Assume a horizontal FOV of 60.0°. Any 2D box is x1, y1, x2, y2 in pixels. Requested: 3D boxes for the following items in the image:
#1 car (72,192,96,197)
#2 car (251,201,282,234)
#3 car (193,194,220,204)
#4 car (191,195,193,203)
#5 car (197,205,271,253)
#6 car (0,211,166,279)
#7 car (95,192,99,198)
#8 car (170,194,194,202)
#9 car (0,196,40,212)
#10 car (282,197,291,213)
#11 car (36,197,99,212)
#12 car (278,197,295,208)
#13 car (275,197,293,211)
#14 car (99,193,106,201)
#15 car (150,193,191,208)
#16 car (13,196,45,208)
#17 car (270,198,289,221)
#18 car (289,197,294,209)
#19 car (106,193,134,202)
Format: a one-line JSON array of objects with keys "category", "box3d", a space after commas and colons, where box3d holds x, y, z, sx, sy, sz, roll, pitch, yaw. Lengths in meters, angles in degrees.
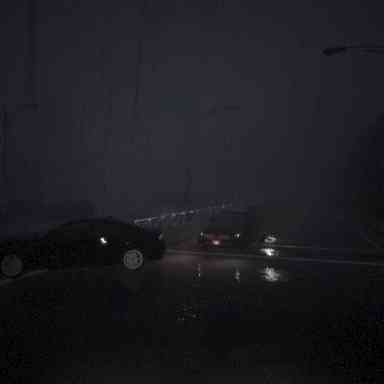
[{"category": "car", "box3d": [-18.433, 1.249, 53.738, 4.514, 1.523, 2.007, 0, 0, 18]}, {"category": "car", "box3d": [3.972, 1.490, 19.294, 1.837, 1.490, 4.892, 0, 0, 19]}, {"category": "car", "box3d": [1.693, 1.125, 56.772, 5.027, 1.636, 2.152, 0, 0, 19]}, {"category": "car", "box3d": [-2.402, 1.052, 44.651, 3.866, 1.878, 1.905, 0, 0, 18]}, {"category": "car", "box3d": [1.822, 1.514, 13.886, 1.812, 1.442, 4.674, 0, 0, 24]}, {"category": "car", "box3d": [-3.278, 1.475, 9.864, 5.008, 1.535, 1.882, 0, 0, -15]}, {"category": "car", "box3d": [-21.816, 1.298, 67.989, 3.806, 1.475, 1.970, 0, 0, 19]}, {"category": "car", "box3d": [-2.065, 1.257, 68.682, 4.514, 1.523, 2.007, 0, 0, 18]}, {"category": "car", "box3d": [-15.098, 1.356, 29.404, 3.806, 1.475, 1.970, 0, 0, 19]}, {"category": "car", "box3d": [7.766, 1.486, 30.501, 1.837, 1.490, 4.892, 0, 0, 19]}, {"category": "car", "box3d": [-9.021, 1.356, 24.205, 3.633, 1.501, 1.845, 0, 0, 18]}, {"category": "car", "box3d": [13.567, 1.468, 47.669, 2.128, 1.511, 4.902, 0, 0, 19]}, {"category": "car", "box3d": [11.683, 1.483, 42.094, 1.837, 1.490, 4.892, 0, 0, 19]}, {"category": "car", "box3d": [-20.173, 1.014, 70.943, 3.866, 1.878, 1.905, 0, 0, 18]}, {"category": "car", "box3d": [-2.942, 1.074, 41.767, 4.605, 1.855, 1.932, 0, 0, 18]}, {"category": "car", "box3d": [-21.672, 1.273, 44.284, 3.633, 1.501, 1.845, 0, 0, 18]}, {"category": "car", "box3d": [5.885, 1.475, 24.939, 2.128, 1.511, 4.902, 0, 0, 19]}, {"category": "car", "box3d": [9.808, 1.544, 36.539, 1.994, 1.385, 4.181, 0, 0, 19]}, {"category": "car", "box3d": [-13.771, 1.046, 65.311, 4.605, 1.855, 1.932, 0, 0, 18]}]
